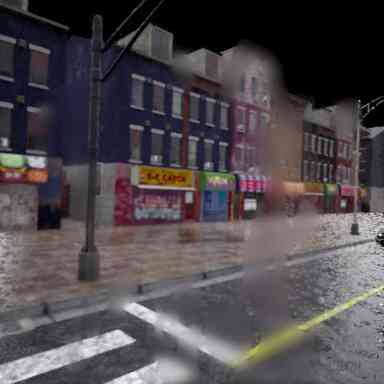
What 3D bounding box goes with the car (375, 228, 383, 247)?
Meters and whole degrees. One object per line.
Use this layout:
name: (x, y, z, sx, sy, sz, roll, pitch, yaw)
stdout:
car: (10.546, 1.866, 15.767, 5.357, 1.411, 2.033, 2, 0, -43)
